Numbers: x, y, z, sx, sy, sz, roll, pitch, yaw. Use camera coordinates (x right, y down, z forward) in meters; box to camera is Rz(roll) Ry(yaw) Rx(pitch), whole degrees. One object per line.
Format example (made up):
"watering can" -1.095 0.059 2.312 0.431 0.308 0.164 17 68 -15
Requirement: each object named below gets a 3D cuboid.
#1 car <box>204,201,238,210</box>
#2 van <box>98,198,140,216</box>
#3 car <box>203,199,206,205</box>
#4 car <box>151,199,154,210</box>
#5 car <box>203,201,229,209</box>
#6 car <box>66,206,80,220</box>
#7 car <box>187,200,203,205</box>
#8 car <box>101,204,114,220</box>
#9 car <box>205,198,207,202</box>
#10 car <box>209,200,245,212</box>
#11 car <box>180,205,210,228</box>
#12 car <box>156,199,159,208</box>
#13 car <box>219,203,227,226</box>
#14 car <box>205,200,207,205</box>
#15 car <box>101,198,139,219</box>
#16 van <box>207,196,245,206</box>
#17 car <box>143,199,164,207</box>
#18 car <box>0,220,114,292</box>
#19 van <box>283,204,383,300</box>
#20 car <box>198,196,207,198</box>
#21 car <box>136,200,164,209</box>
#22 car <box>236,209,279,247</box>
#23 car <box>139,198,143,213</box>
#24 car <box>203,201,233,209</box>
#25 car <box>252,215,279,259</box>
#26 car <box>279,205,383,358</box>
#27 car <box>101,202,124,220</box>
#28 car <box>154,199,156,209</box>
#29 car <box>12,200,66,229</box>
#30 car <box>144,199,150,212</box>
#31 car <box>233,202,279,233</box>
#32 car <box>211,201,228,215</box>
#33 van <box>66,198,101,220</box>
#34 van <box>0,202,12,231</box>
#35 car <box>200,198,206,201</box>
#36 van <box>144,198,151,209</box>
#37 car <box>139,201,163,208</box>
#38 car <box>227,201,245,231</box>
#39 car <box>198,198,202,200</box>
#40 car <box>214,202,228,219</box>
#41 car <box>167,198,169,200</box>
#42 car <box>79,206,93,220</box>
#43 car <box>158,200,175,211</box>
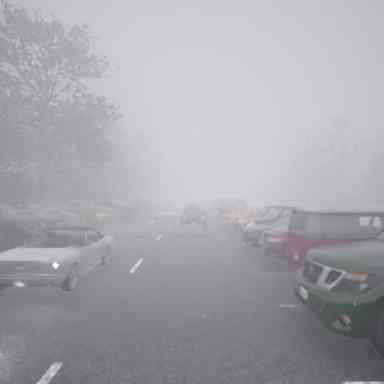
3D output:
"car" 4.738 2.222 55.054 5.366 1.575 1.946 0 -1 0
"van" -8.415 1.729 38.615 4.442 1.987 1.878 0 -1 0
"car" 4.557 2.120 49.634 4.892 1.521 2.231 0 -1 0
"car" -8.558 2.150 49.688 4.792 1.488 2.163 0 -1 0
"car" 4.548 2.416 63.500 4.892 1.521 2.231 0 -1 0
"car" -8.531 1.643 16.452 5.008 1.535 2.097 0 -1 0
"car" 0.110 2.014 41.098 1.837 1.490 4.892 0 -1 0
"car" -8.538 1.798 24.637 4.674 1.452 2.002 0 -1 0
"car" 4.519 1.948 46.857 4.553 1.767 2.185 0 -1 0
"car" 4.577 1.944 35.754 4.792 1.488 2.163 0 -1 0
"car" 0.117 1.881 24.828 1.895 1.301 4.718 0 -1 0
"car" -8.499 2.319 57.991 4.792 1.488 2.163 0 -1 0
"car" 4.730 1.716 21.875 5.366 1.575 1.946 0 -1 0
"car" 4.520 2.062 44.082 4.792 1.488 2.163 0 -1 0
"car" -8.505 1.626 33.076 5.566 2.045 2.435 0 -1 0
"van" 4.432 1.767 41.309 4.442 1.987 1.878 0 -1 0
"car" -8.554 2.540 74.485 4.553 1.767 2.185 0 -1 0
"car" -3.597 1.661 9.172 1.895 1.301 4.718 0 -1 0
"van" 4.658 1.298 7.998 4.442 1.987 1.878 0 -1 0
"car" 4.527 2.290 69.058 5.566 2.045 2.435 0 -1 0
"car" -8.339 2.476 66.298 5.366 1.575 1.946 0 -1 0
"car" 4.548 1.601 13.547 5.008 1.535 2.097 0 -1 0
"car" -8.504 1.665 35.846 5.566 2.045 2.435 0 -1 0
"car" 4.739 2.349 60.725 5.366 1.575 1.946 0 -1 0
"car" 4.539 1.603 10.770 4.674 1.452 2.002 0 -1 0
"car" 4.512 1.233 5.223 5.566 2.045 2.435 0 -1 0
"car" -8.529 1.799 27.532 5.008 1.535 2.097 0 -1 0
"car" -8.557 2.199 52.327 4.792 1.488 2.163 0 -1 0
"car" -8.509 1.351 13.561 5.566 2.045 2.435 0 -1 0
"car" -8.535 2.033 44.151 5.008 1.535 2.097 0 -1 0
"car" 4.574 1.515 16.325 4.553 1.767 2.185 0 -1 0
"car" 4.732 1.833 30.202 5.366 1.575 1.946 0 -1 0
"van" -8.652 1.494 21.870 4.442 1.987 1.878 0 -1 0
"van" -8.655 1.337 10.790 4.442 1.987 1.878 0 -1 0
"car" 4.366 2.167 52.401 5.366 1.575 1.946 0 -1 0
"van" -8.421 1.850 46.940 4.442 1.987 1.878 0 -1 0
"car" -8.521 2.582 69.067 4.674 1.452 2.002 0 -1 0
"car" 4.575 1.554 19.100 4.553 1.767 2.185 0 -1 0
"car" 4.369 2.475 66.276 5.366 1.575 1.946 0 -1 0
"car" 4.539 1.798 27.427 4.892 1.521 2.231 0 -1 0
"car" -8.517 2.729 77.252 5.008 1.535 2.097 0 -1 0
"car" -8.534 1.722 19.222 4.674 1.452 2.002 0 -1 0
"car" -3.567 2.259 50.677 1.895 1.301 4.718 0 -1 0
